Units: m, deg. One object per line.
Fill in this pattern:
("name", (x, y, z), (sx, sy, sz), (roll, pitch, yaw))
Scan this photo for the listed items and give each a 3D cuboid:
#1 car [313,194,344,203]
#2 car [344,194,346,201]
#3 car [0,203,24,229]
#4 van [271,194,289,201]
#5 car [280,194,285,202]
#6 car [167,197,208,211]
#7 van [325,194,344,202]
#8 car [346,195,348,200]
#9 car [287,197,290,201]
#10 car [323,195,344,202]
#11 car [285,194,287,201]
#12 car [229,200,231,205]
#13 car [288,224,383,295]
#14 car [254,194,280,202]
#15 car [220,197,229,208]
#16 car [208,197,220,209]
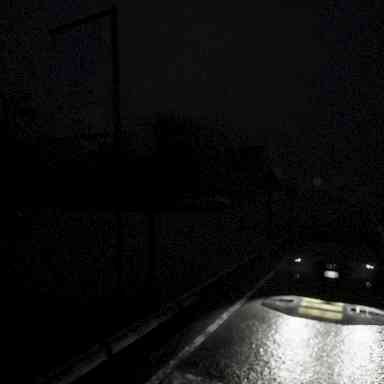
("car", (29.363, 1.590, 71.503), (4.892, 1.521, 2.231), (0, 0, 27))
("car", (30.602, 1.355, 74.017), (5.566, 2.045, 2.435), (0, 0, 27))
("car", (-11.897, 1.269, 19.239), (4.553, 1.767, 2.185), (0, 0, 27))
("van", (23.900, 1.434, 89.915), (4.442, 1.987, 1.878), (0, 0, 27))
("car", (18.961, 1.558, 79.931), (5.008, 1.535, 2.097), (0, 0, 27))
("car", (-0.846, 1.484, 40.920), (4.674, 1.452, 2.002), (0, 0, 27))
("van", (37.068, 1.516, 86.452), (4.442, 1.987, 1.878), (0, -1, 27))
("car", (34.407, 1.429, 81.517), (5.566, 2.045, 2.435), (0, 0, 27))
("car", (22.774, 1.506, 87.367), (4.553, 1.767, 2.185), (0, 0, 27))
("car", (35.725, 1.584, 83.987), (4.553, 1.767, 2.185), (0, -1, 27))
("car", (20.225, 1.620, 82.415), (4.674, 1.452, 2.002), (0, 0, 27))
("car", (3.545, 1.503, 49.567), (4.674, 1.452, 2.002), (0, 0, 27))
("car", (3.863, 1.578, 8.854), (1.994, 1.385, 4.181), (0, 0, 27))
("car", (16.449, 1.527, 74.962), (5.008, 1.535, 2.097), (0, 0, 27))
("car", (2.112, 1.457, 46.764), (5.008, 1.535, 2.097), (0, 0, 27))
("car", (0.640, 1.452, 43.840), (4.892, 1.521, 2.231), (0, 0, 27))
